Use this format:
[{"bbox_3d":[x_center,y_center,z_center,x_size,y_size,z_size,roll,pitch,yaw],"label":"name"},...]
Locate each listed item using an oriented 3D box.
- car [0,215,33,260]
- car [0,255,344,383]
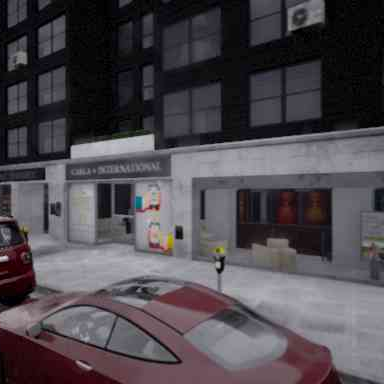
[{"bbox_3d":[-5.243,1.367,6.858,5.009,1.841,2.192,0,0,36],"label":"car"},{"bbox_3d":[-0.646,1.597,3.553,4.206,1.307,1.802,0,0,36],"label":"car"}]
